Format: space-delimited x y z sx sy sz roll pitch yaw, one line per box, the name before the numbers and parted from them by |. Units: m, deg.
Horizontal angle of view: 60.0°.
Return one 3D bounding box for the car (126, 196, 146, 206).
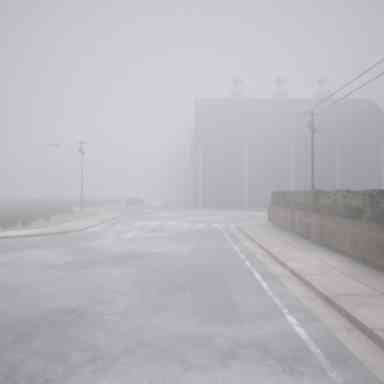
car | -8.655 1.445 51.509 1.837 1.490 4.892 0 1 11
